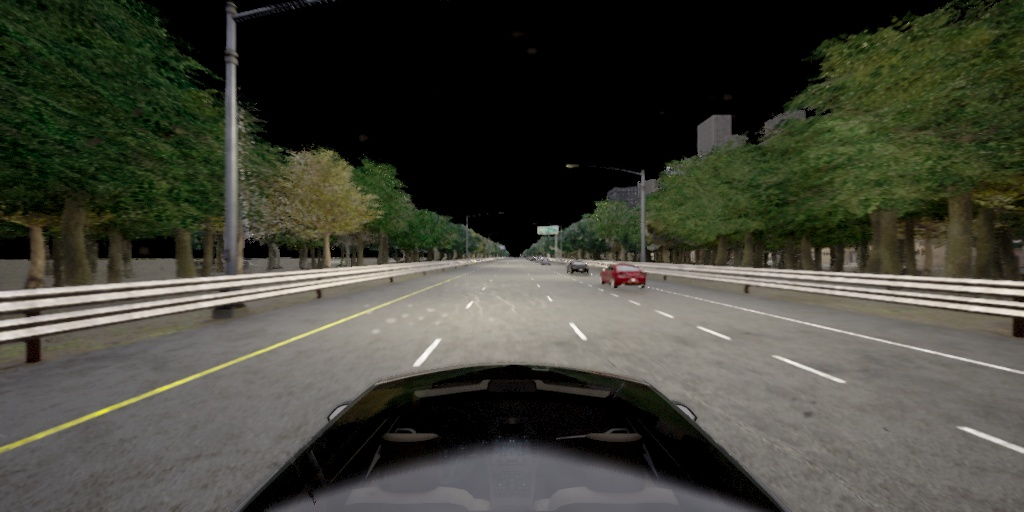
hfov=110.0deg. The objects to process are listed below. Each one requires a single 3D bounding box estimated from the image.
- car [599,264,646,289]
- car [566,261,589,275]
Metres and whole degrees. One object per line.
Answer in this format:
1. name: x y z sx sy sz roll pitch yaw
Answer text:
1. car: 7.022 1.240 23.200 1.882 1.535 5.008 0 0 0
2. car: 7.070 1.255 39.151 1.882 1.535 5.008 0 0 0
